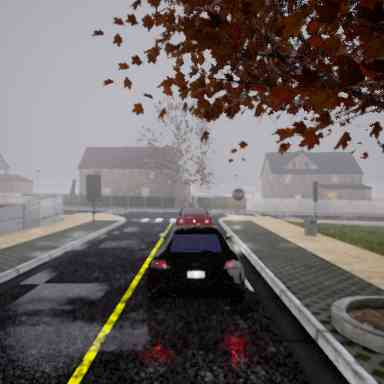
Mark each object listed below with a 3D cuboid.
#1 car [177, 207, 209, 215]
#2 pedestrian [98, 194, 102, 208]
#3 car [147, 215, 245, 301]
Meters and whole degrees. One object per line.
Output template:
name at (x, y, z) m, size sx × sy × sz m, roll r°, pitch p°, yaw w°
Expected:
car at (0.064, 1.469, 18.746) m, size 1.895 × 1.301 × 4.718 m, roll 0°, pitch 0°, yaw -1°
pedestrian at (-9.705, 0.774, 34.946) m, size 0.375 × 1.860 × 0.375 m, roll 0°, pitch -1°, yaw 0°
car at (0.094, 1.505, 8.254) m, size 1.994 × 1.385 × 4.181 m, roll 0°, pitch 0°, yaw 1°
